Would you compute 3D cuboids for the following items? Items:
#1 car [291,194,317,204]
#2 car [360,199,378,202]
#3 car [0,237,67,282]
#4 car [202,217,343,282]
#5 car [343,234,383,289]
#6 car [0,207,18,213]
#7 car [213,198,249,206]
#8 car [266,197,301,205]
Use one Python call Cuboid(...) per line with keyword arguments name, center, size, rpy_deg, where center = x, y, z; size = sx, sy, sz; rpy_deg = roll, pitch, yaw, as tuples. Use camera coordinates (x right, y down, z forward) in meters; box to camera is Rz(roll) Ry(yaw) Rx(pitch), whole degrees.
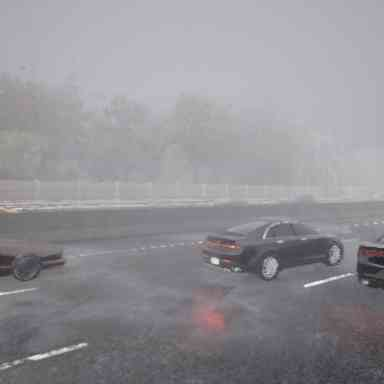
Cuboid(name="car", center=(14.284, 1.271, 44.236), size=(5.566, 2.045, 2.150), rpy_deg=(0, 0, -35))
Cuboid(name="car", center=(21.809, 1.606, 41.002), size=(5.357, 1.411, 2.033), rpy_deg=(0, 0, -35))
Cuboid(name="car", center=(-5.988, 1.548, 8.071), size=(5.357, 1.411, 2.033), rpy_deg=(0, 0, -36))
Cuboid(name="car", center=(2.559, 1.508, 9.868), size=(4.892, 1.490, 1.837), rpy_deg=(0, 0, -35))
Cuboid(name="car", center=(5.953, 1.482, 7.984), size=(5.008, 1.535, 1.882), rpy_deg=(0, 0, -36))
Cuboid(name="car", center=(-11.208, 1.479, 17.491), size=(5.008, 1.535, 1.882), rpy_deg=(0, 0, -35))
Cuboid(name="car", center=(4.916, 1.508, 41.858), size=(5.008, 1.535, 1.882), rpy_deg=(0, 0, -35))
Cuboid(name="car", center=(9.548, 1.596, 36.550), size=(4.181, 1.385, 1.994), rpy_deg=(0, 0, -35))
